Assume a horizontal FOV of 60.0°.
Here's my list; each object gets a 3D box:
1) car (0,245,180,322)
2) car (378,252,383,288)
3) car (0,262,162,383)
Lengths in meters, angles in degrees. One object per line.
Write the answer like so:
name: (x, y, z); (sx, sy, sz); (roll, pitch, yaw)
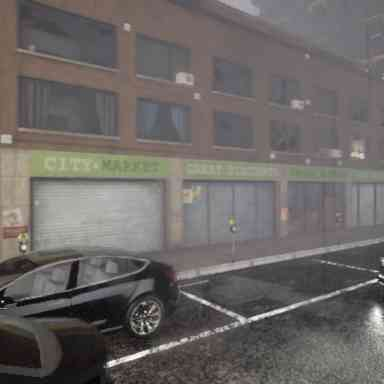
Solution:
car: (-2.206, 1.565, 4.994); (4.313, 1.339, 1.947); (0, 0, -35)
car: (6.244, 1.483, 7.813); (4.902, 1.511, 2.128); (0, 0, -35)
car: (-2.737, 1.508, 1.426); (4.892, 1.490, 1.837); (0, 0, -35)
